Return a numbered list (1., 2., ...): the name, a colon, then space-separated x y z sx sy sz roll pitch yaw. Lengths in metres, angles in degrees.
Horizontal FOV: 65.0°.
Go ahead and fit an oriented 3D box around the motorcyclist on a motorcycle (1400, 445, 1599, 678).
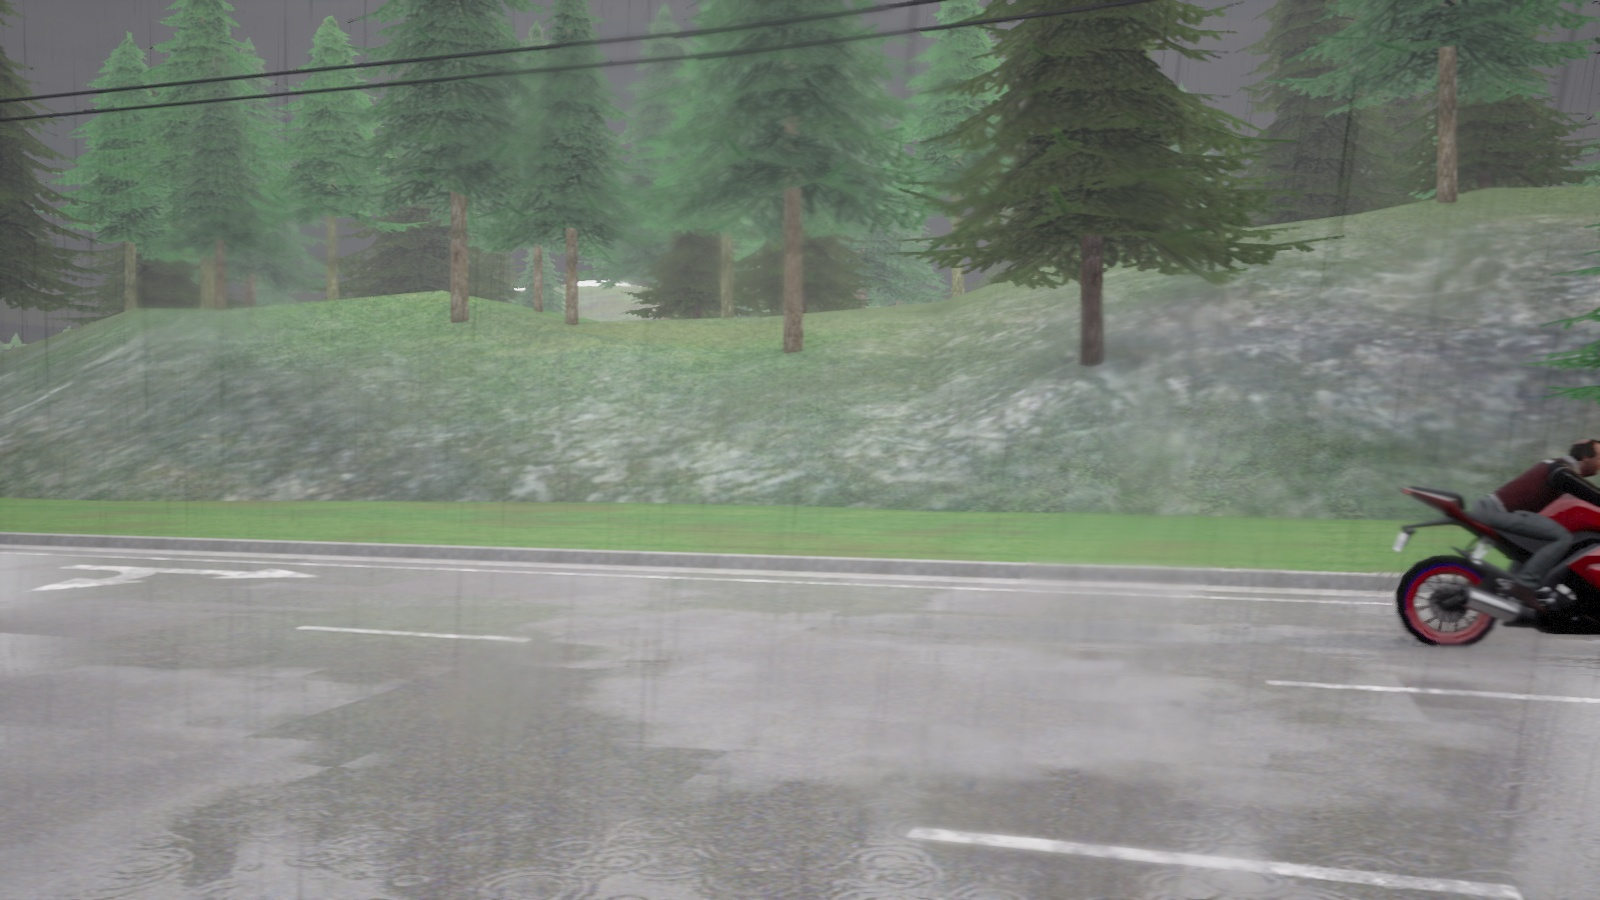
1. motorcyclist on a motorcycle: 5.453 0.742 8.744 2.191 1.530 0.866 1 1 19
